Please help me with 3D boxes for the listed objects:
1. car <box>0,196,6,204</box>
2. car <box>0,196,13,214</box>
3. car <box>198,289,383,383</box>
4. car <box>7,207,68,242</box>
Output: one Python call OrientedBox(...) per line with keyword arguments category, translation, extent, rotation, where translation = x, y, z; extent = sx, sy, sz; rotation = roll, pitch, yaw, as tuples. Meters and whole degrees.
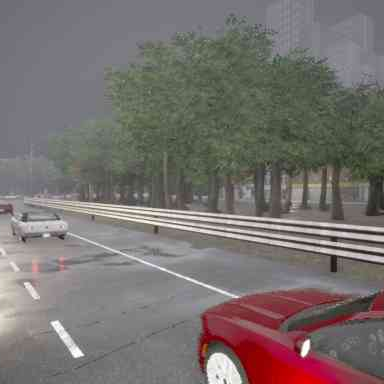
OrientedBox(category="car", translation=(-37.331, 1.471, 63.908), extent=(1.882, 1.535, 5.008), rotation=(0, 0, -20))
OrientedBox(category="car", translation=(-18.454, 1.475, 31.929), extent=(1.882, 1.535, 5.008), rotation=(0, 0, -35))
OrientedBox(category="car", translation=(1.997, 1.495, 2.523), extent=(1.882, 1.535, 5.008), rotation=(0, 0, -35))
OrientedBox(category="car", translation=(-7.658, 1.600, 16.405), extent=(1.895, 1.301, 4.718), rotation=(0, 0, -35))
